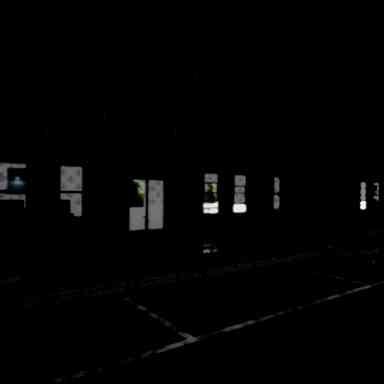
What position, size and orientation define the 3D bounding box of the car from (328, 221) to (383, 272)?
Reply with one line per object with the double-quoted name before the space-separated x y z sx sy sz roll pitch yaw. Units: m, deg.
"car" 6.274 1.664 11.032 4.403 1.369 2.008 1 0 -35
